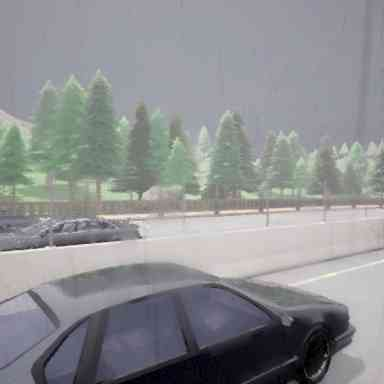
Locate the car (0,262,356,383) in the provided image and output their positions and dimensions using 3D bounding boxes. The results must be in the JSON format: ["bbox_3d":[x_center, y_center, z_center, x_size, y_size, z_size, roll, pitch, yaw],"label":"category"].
[{"bbox_3d":[-0.396,1.543,3.585,5.357,1.411,2.033,0,0,-37],"label":"car"}]

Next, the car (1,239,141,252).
[{"bbox_3d":[-3.872,1.465,9.985,4.902,1.511,2.128,0,0,-37],"label":"car"}]
